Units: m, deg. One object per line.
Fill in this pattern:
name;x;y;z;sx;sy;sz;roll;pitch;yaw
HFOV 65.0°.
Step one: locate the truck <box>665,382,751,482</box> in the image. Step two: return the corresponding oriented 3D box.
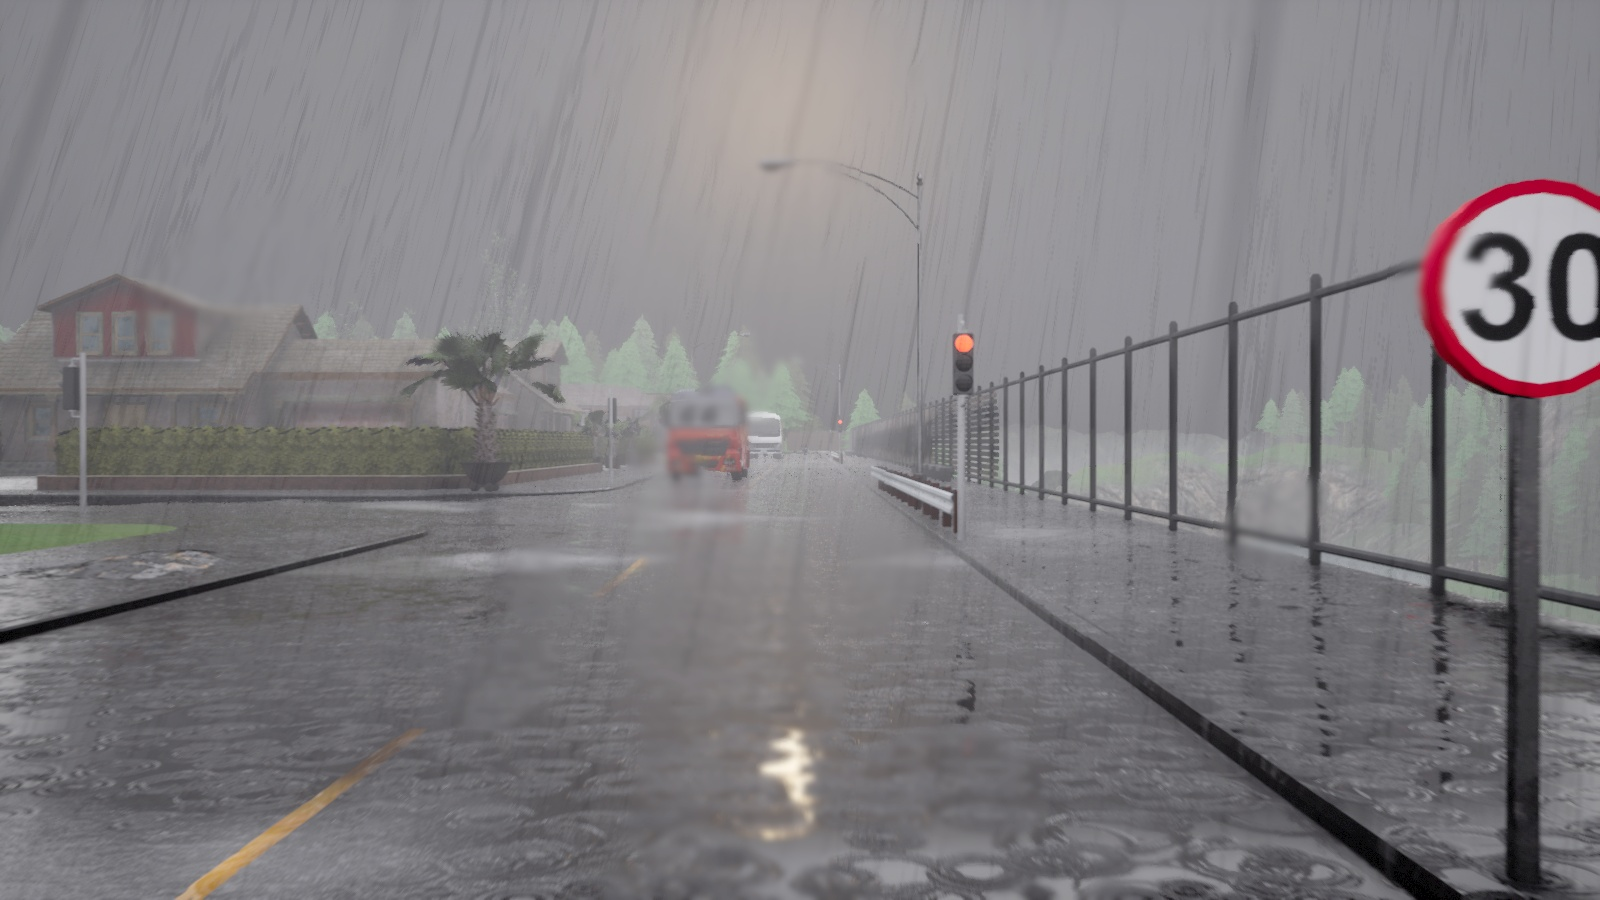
truck;-3.687;-0.715;52.171;2.891;3.827;8.468;0;0;0
